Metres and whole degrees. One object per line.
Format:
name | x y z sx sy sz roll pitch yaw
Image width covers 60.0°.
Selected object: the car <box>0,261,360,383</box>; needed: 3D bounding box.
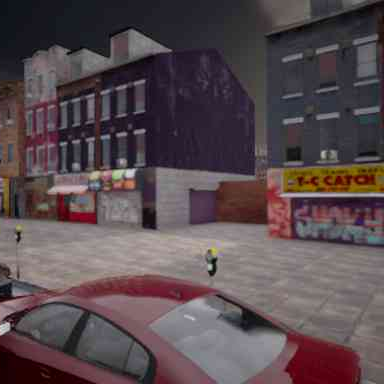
car | -0.747 1.543 3.352 4.507 1.381 1.887 0 -1 36
